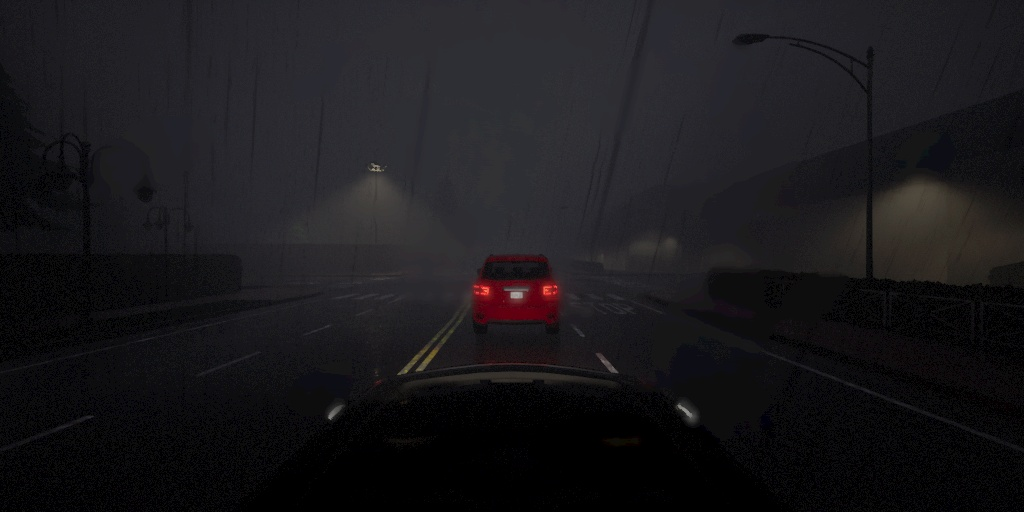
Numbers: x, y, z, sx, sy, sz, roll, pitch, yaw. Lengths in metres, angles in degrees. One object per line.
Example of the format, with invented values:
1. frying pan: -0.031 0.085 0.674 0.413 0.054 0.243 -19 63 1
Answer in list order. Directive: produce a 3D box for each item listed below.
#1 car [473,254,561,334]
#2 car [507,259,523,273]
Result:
1. car: 0.120 0.971 10.727 2.150 2.045 5.566 0 0 0
2. car: 0.350 1.226 45.580 1.882 1.535 5.008 0 0 1
